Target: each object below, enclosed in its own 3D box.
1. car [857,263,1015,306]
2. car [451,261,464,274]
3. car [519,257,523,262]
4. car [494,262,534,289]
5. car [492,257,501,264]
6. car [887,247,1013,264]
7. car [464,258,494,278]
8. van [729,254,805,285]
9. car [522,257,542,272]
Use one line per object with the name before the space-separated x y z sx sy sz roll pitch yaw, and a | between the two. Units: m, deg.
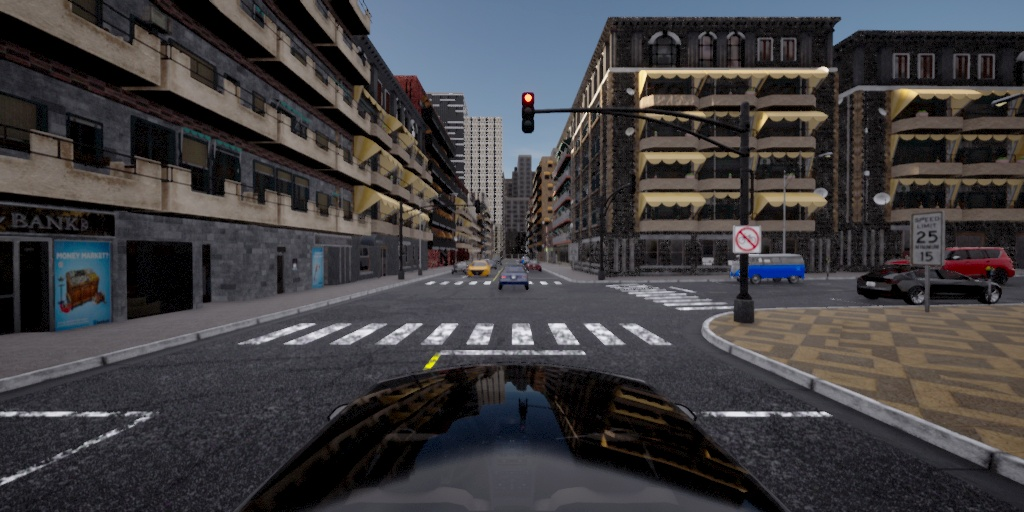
car | 15.777 1.073 13.725 4.313 1.339 1.948 0 0 -1
car | -5.676 1.293 39.997 2.007 1.370 4.403 0 0 0
car | 2.714 1.299 62.099 2.007 1.370 4.403 0 0 0
car | 0.108 1.289 23.277 2.033 1.411 5.357 0 0 0
car | -3.070 1.236 51.036 2.128 1.511 4.902 0 0 0
car | 23.705 0.551 19.616 5.566 2.045 2.150 -1 1 -1
car | -3.088 1.219 34.272 1.882 1.535 5.008 0 0 0
van | 15.662 0.775 22.105 3.998 1.789 1.690 0 0 -1
car | 2.706 1.183 45.516 1.967 1.591 4.097 0 0 0
